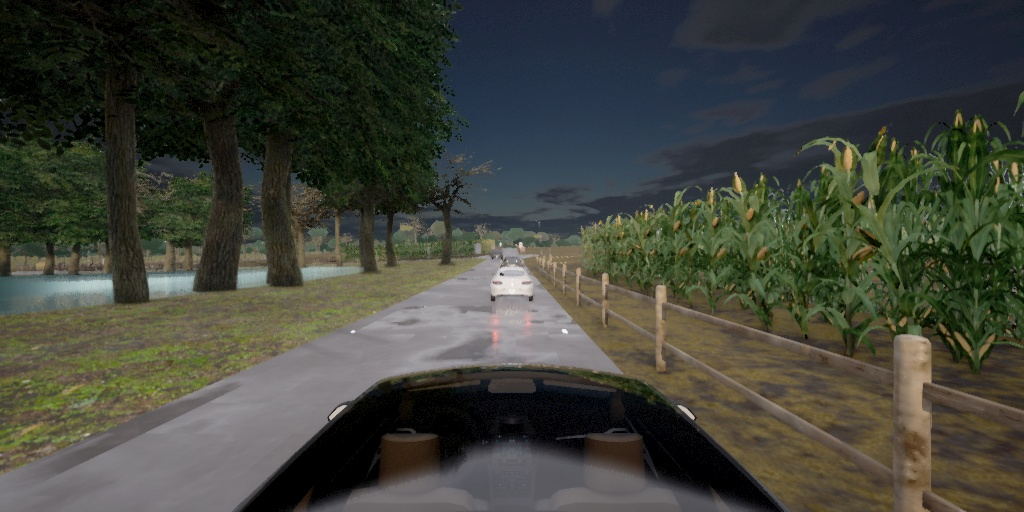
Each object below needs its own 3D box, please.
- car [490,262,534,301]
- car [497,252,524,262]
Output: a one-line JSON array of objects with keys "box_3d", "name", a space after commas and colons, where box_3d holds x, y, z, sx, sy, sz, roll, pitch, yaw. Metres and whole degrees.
[{"box_3d": [0.000, 1.192, 16.495, 1.812, 1.442, 4.674, 0, 1, 0], "name": "car"}, {"box_3d": [0.000, 0.785, 31.453, 2.097, 1.767, 4.553, 0, 1, 0], "name": "car"}]
